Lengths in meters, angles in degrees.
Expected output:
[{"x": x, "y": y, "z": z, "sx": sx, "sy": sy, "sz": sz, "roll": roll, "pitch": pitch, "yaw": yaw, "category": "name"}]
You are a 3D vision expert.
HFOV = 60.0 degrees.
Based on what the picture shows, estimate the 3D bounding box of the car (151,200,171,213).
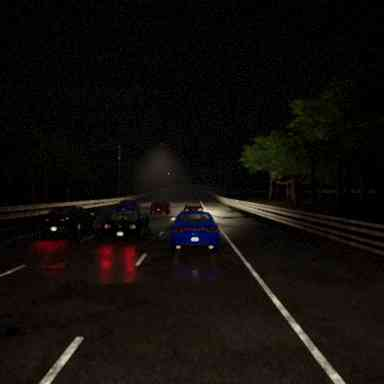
[{"x": -3.352, "y": 1.607, "z": 35.898, "sx": 1.882, "sy": 1.535, "sz": 5.008, "roll": 0, "pitch": 0, "yaw": 0, "category": "car"}]

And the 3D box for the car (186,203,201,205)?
[{"x": 0.144, "y": 1.726, "z": 33.058, "sx": 1.895, "sy": 1.301, "sz": 4.718, "roll": 0, "pitch": 0, "yaw": 0, "category": "car"}]

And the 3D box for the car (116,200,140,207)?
[{"x": -6.852, "y": 1.606, "z": 35.815, "sx": 1.882, "sy": 1.535, "sz": 5.008, "roll": 0, "pitch": 0, "yaw": 0, "category": "car"}]

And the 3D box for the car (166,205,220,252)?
[{"x": 0.111, "y": 1.549, "z": 14.324, "sx": 1.882, "sy": 1.535, "sz": 5.008, "roll": 0, "pitch": 0, "yaw": 0, "category": "car"}]

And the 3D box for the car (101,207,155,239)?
[{"x": -3.378, "y": 1.686, "z": 17.925, "sx": 1.895, "sy": 1.301, "sz": 4.718, "roll": 0, "pitch": 0, "yaw": 0, "category": "car"}]

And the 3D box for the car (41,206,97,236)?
[{"x": -6.877, "y": 1.593, "z": 18.999, "sx": 1.837, "sy": 1.490, "sz": 4.892, "roll": 0, "pitch": 0, "yaw": 0, "category": "car"}]
